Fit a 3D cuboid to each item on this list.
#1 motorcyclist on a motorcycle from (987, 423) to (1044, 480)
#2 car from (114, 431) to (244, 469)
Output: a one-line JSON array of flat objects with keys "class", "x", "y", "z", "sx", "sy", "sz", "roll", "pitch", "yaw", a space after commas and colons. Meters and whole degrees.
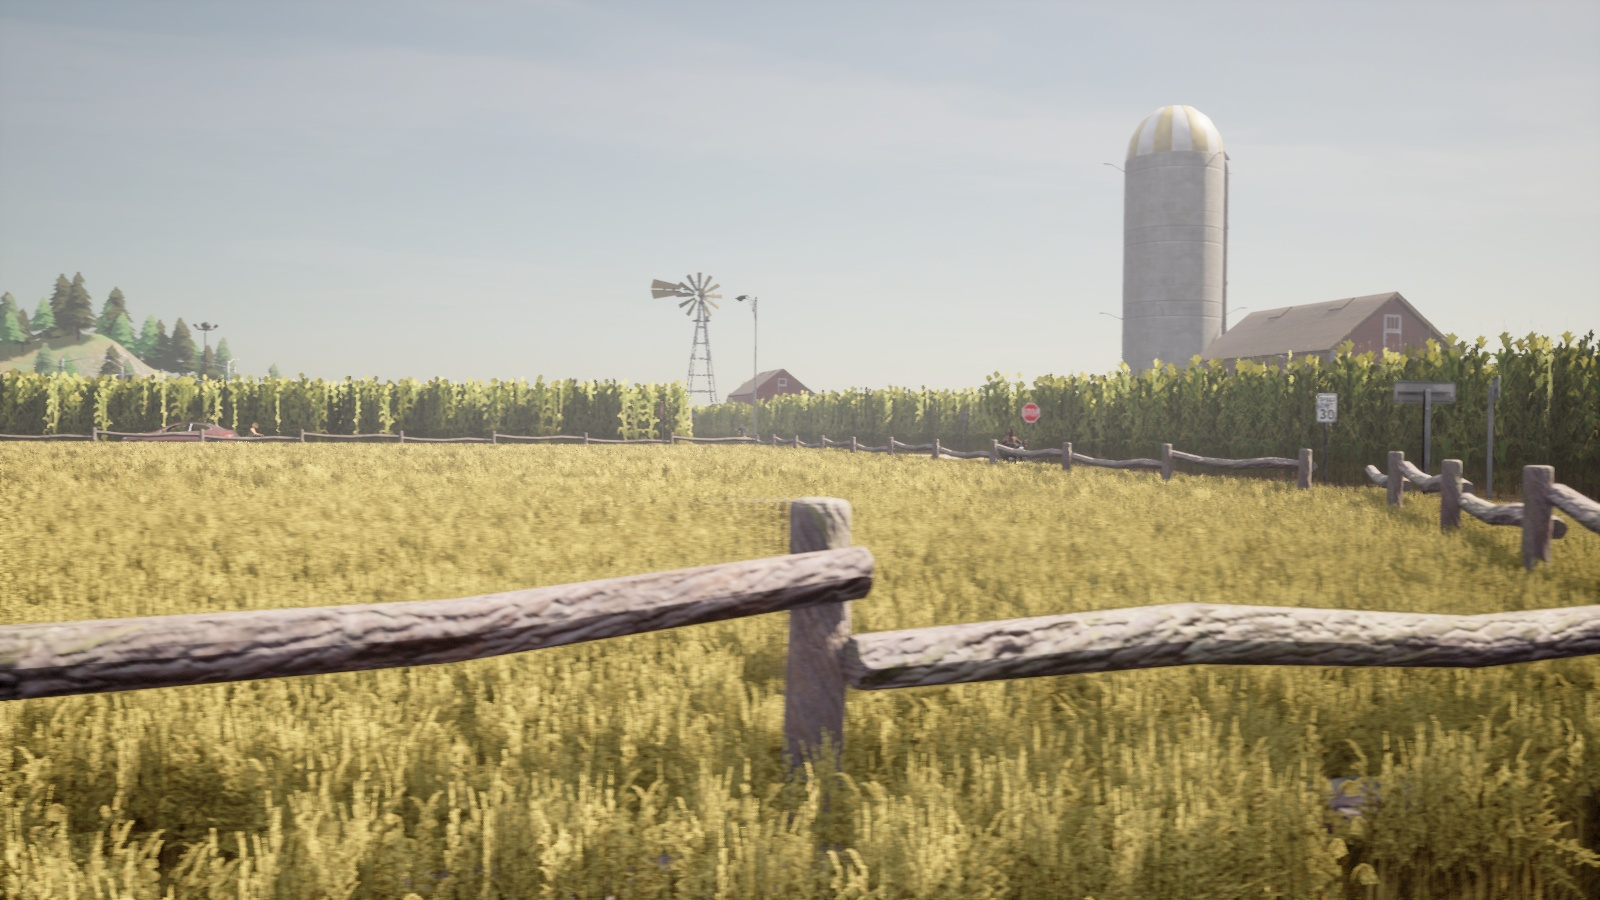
[{"class": "motorcyclist on a motorcycle", "x": 6.454, "y": 0.009, "z": 37.761, "sx": 0.766, "sy": 1.649, "sz": 2.350, "roll": -1, "pitch": 1, "yaw": -15}, {"class": "car", "x": -28.561, "y": -0.026, "z": 57.935, "sx": 5.027, "sy": 1.651, "sz": 2.152, "roll": -1, "pitch": 1, "yaw": -15}]
